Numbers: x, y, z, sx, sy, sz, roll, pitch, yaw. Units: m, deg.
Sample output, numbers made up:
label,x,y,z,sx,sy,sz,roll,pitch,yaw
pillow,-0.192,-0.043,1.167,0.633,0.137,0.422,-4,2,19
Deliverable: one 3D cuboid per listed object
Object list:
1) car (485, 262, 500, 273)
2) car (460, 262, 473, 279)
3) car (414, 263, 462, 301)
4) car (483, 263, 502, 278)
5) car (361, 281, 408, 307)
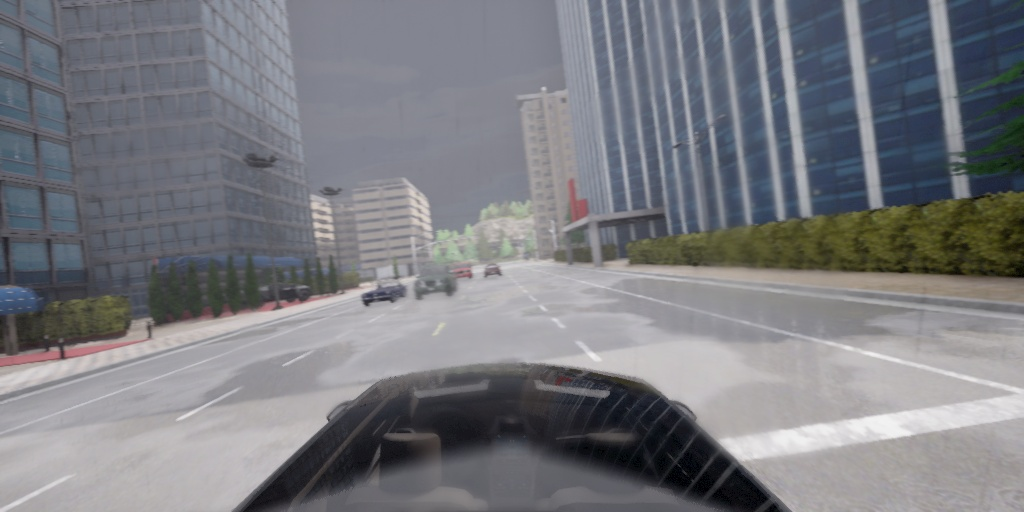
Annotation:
label,x,y,z,sx,sy,sz,roll,pitch,yaw
car,-2.992,1.777,55.122,1.994,1.385,4.181,-7,0,-3
car,-5.891,1.848,43.158,2.150,2.045,5.566,-7,0,-3
car,-4.914,1.611,23.723,2.150,2.045,5.566,-7,0,-3
car,-2.182,1.611,40.664,1.812,1.442,4.674,-7,0,-3
car,-8.353,2.419,23.849,1.895,1.301,4.718,-7,0,-3
